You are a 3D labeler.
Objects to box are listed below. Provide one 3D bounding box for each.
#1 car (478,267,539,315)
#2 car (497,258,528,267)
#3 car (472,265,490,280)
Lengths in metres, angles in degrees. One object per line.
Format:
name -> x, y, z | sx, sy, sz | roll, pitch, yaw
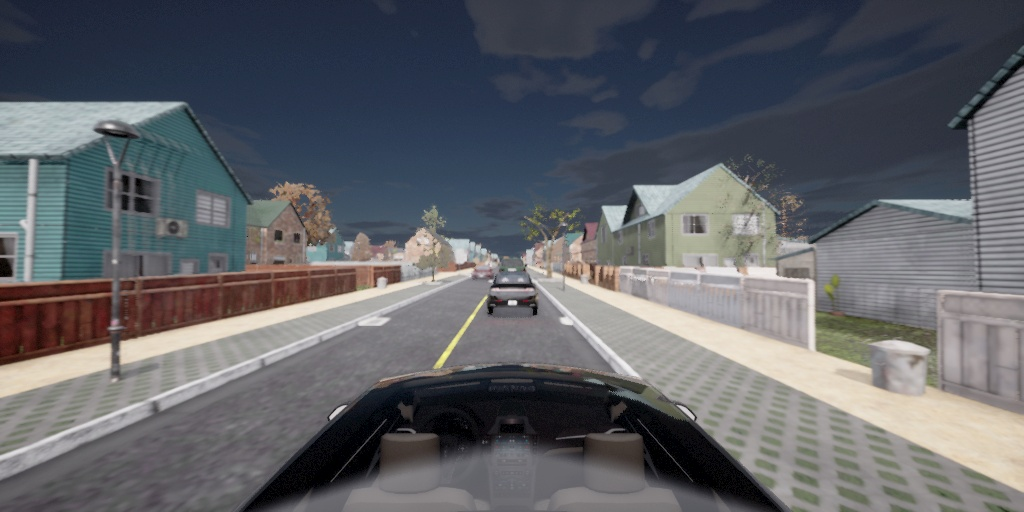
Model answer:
car -> 0.046, 1.360, 14.275 | 2.128, 1.511, 4.902 | 0, 0, 1
car -> 0.037, 1.220, 27.809 | 2.150, 2.045, 5.566 | 0, -1, 1
car -> -2.795, 1.606, 35.411 | 1.812, 1.442, 4.674 | 0, -1, 0
